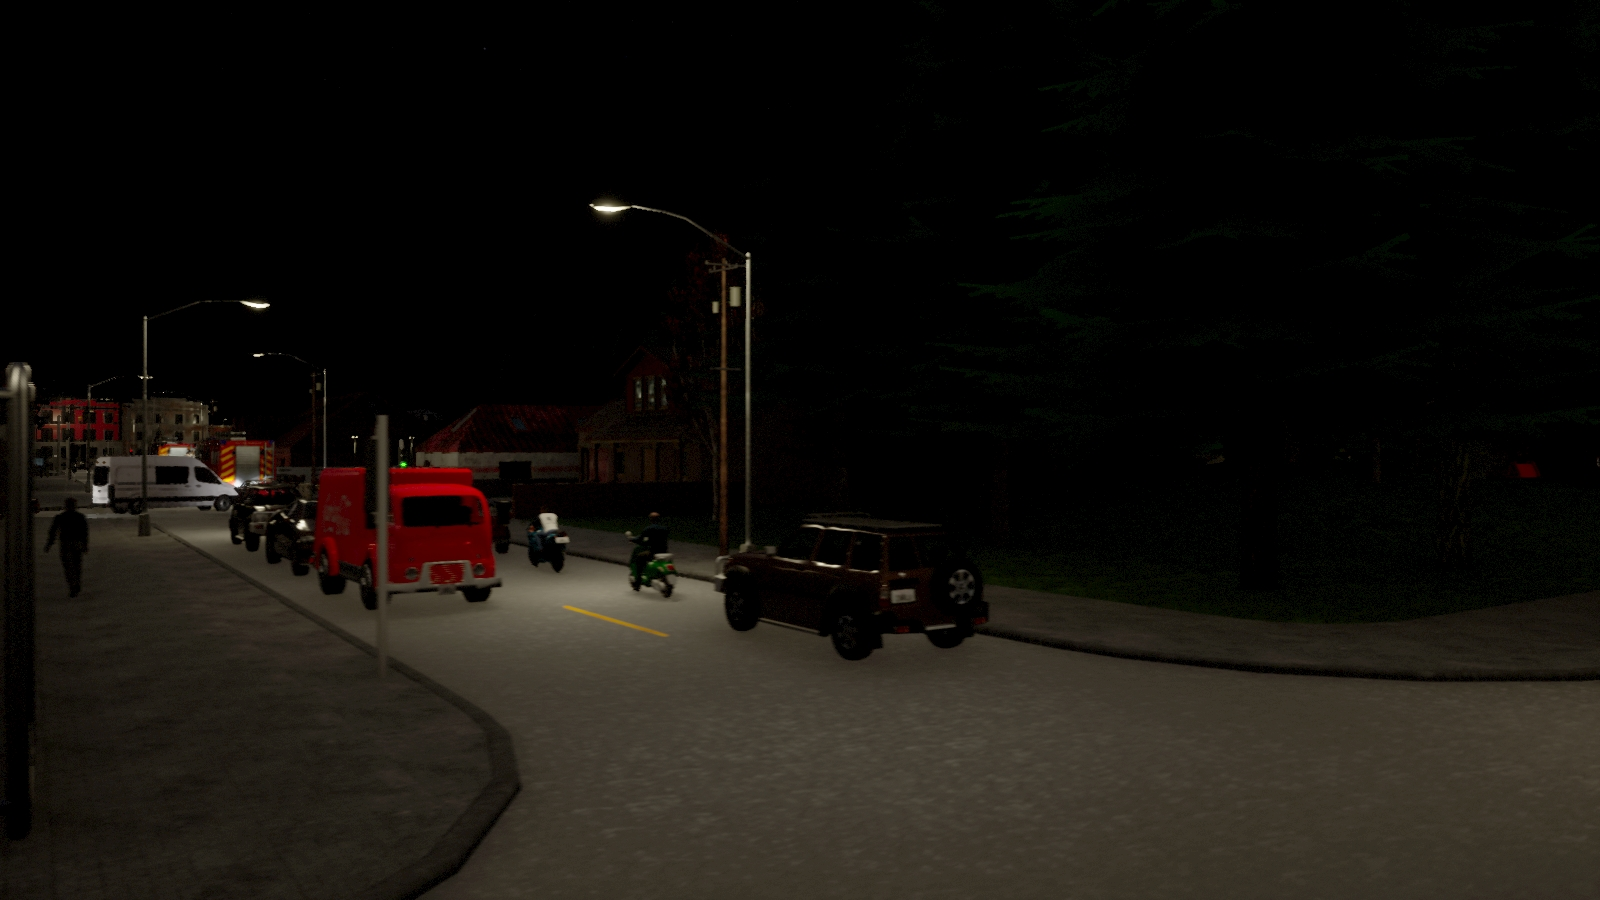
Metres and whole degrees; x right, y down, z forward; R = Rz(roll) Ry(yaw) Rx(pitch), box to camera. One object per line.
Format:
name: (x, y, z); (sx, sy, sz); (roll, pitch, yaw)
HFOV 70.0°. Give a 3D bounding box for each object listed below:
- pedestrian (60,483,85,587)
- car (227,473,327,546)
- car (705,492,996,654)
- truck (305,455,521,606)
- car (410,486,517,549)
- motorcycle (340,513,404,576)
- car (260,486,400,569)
pedestrian: (-13.235, 1.529, 20.789); (0.375, 1.860, 0.375); (0, 0, -34)
car: (-15.254, 1.650, 33.206); (1.932, 1.855, 4.605); (0, 0, -34)
car: (0.573, 1.646, 16.877); (1.932, 1.855, 4.605); (0, 0, -34)
truck: (-7.526, 1.352, 21.809); (2.627, 2.467, 5.204); (0, 0, -34)
car: (-9.365, 1.806, 31.612); (1.789, 1.549, 3.705); (0, -1, -34)
motorcycle: (-9.176, 1.999, 24.454); (0.803, 1.145, 2.033); (0, 1, -35)
car: (-11.440, 1.777, 27.590); (2.152, 1.651, 5.027); (0, 0, -34)
